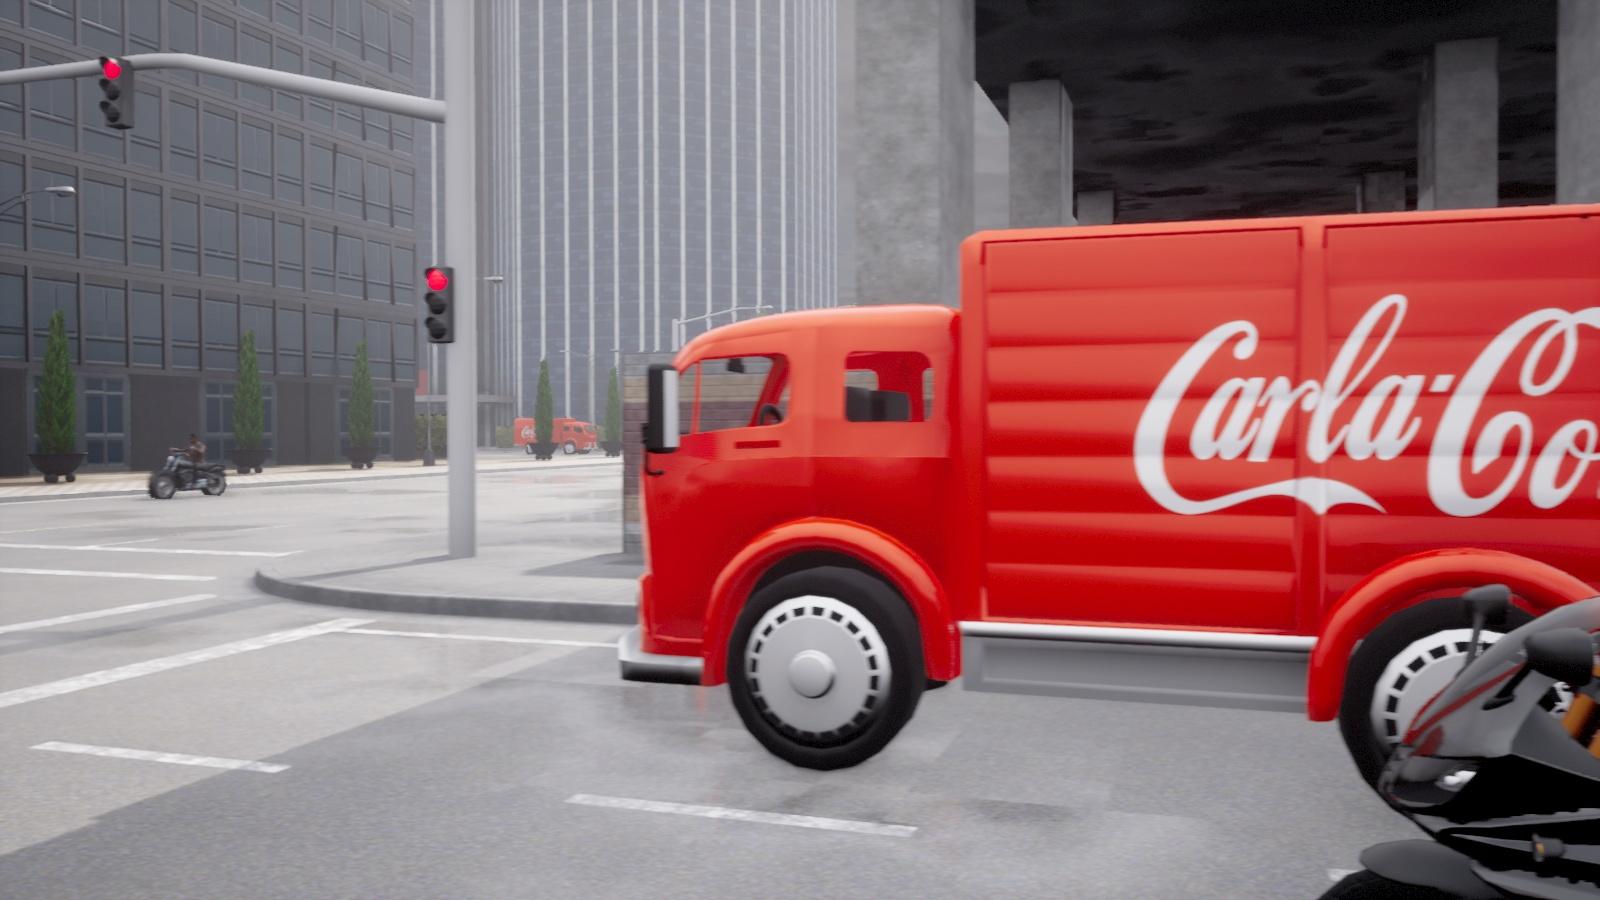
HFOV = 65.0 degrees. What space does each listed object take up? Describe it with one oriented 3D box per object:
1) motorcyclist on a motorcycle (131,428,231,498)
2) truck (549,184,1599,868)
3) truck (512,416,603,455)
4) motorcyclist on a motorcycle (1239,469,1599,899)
[{"bbox_3d":[-15.156,0.282,30.843,0.766,1.649,2.350,1,1,19],"label":"motorcyclist on a motorcycle"},{"bbox_3d":[1.710,0.245,6.303,5.204,2.467,2.627,1,1,18],"label":"truck"},{"bbox_3d":[-15.908,-0.984,82.477,5.204,2.467,2.627,1,1,18],"label":"truck"},{"bbox_3d":[2.047,0.829,2.508,2.191,1.530,0.866,1,1,18],"label":"motorcyclist on a motorcycle"}]
